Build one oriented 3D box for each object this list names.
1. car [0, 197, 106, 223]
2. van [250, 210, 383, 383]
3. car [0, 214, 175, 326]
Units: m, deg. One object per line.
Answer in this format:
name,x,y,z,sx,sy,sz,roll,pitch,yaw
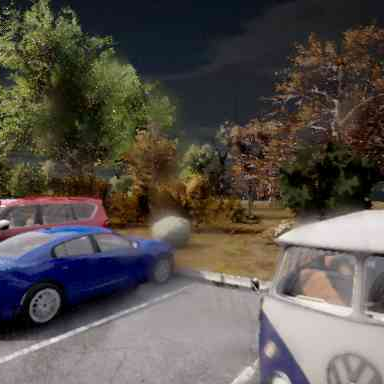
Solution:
car,-4.713,1.195,8.924,2.435,2.045,5.566,1,0,35
van,2.247,1.256,3.851,1.878,1.987,4.442,0,0,36
car,-2.393,1.478,7.299,2.097,1.535,5.008,1,1,35
